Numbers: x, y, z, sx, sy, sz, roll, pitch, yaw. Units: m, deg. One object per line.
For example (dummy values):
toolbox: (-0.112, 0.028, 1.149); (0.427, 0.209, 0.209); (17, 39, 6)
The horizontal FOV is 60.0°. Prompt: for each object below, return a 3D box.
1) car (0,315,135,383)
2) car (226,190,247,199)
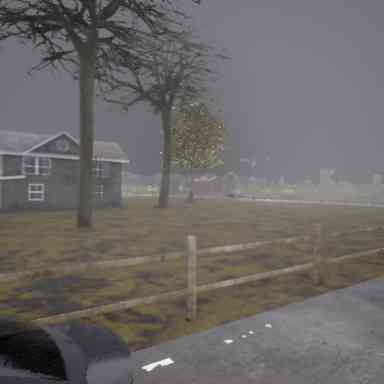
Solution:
car: (-2.516, 1.506, 1.273); (4.892, 1.490, 1.837); (0, 0, -36)
car: (9.039, 0.489, 67.976); (2.097, 1.767, 4.553); (1, 0, -36)
